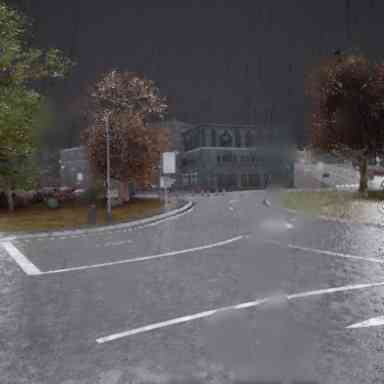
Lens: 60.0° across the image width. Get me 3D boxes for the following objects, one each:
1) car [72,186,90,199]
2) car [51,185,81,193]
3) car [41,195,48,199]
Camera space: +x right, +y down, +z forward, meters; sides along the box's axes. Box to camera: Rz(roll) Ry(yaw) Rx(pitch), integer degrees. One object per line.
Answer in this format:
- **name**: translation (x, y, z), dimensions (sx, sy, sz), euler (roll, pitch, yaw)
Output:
- **car**: translation (-15.940, 0.272, 48.602), dimensions (2.231, 1.521, 4.892), euler (-1, 1, 16)
- **car**: translation (-18.357, 0.056, 50.316), dimensions (2.435, 2.045, 5.566), euler (-1, 1, 16)
- **car**: translation (-20.746, 0.089, 52.135), dimensions (2.435, 2.045, 5.566), euler (-2, 1, 16)
